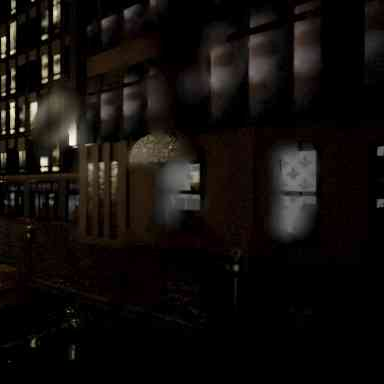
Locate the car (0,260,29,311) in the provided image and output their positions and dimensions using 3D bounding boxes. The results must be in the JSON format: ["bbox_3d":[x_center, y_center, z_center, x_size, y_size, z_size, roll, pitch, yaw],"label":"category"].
[{"bbox_3d":[-5.083,1.487,6.507,4.829,1.417,1.752,0,0,36],"label":"car"}]
